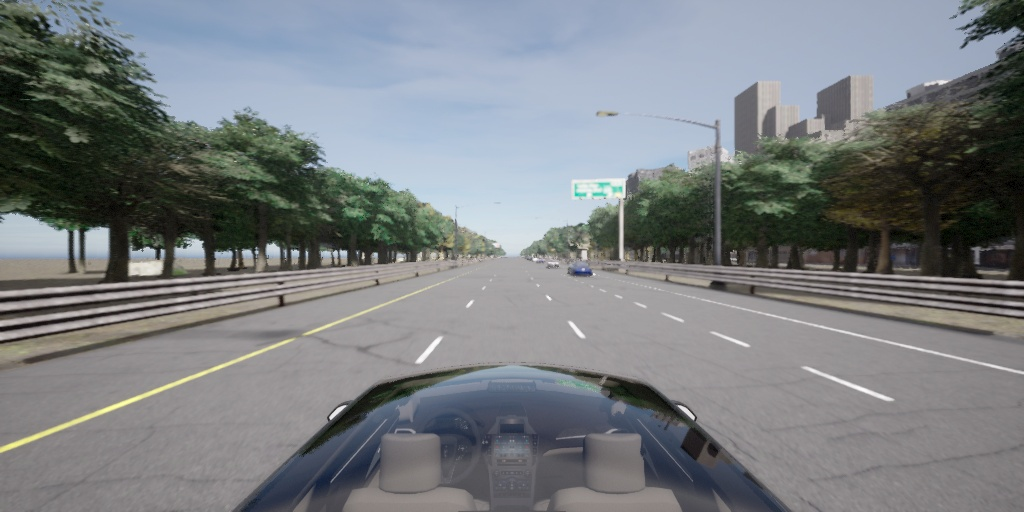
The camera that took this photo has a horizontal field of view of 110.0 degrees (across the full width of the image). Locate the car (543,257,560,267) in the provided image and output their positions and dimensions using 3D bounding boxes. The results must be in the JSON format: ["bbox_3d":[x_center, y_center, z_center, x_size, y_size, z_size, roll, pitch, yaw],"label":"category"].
[{"bbox_3d":[7.099,1.320,63.413,1.895,1.301,4.718,0,0,0],"label":"car"}]

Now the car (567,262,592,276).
[{"bbox_3d":[7.039,1.304,37.509,1.994,1.385,4.181,0,0,0],"label":"car"}]
